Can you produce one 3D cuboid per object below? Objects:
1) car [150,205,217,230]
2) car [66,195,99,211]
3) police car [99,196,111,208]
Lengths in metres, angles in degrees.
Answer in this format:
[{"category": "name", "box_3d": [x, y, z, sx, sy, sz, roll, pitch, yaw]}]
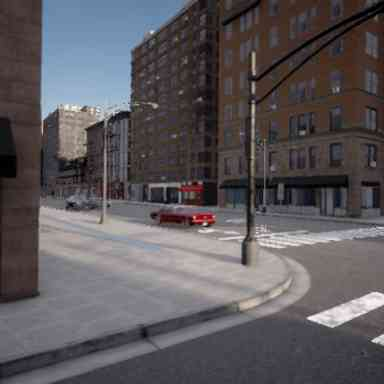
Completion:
[{"category": "car", "box_3d": [-0.609, 1.481, 20.517, 1.895, 1.301, 4.718, 1, 0, -38]}, {"category": "car", "box_3d": [-12.404, 1.094, 36.946, 2.097, 1.767, 4.553, 1, 0, -36]}, {"category": "police car", "box_3d": [-11.834, 1.268, 41.868, 2.038, 1.542, 4.974, 1, 0, -36]}]
